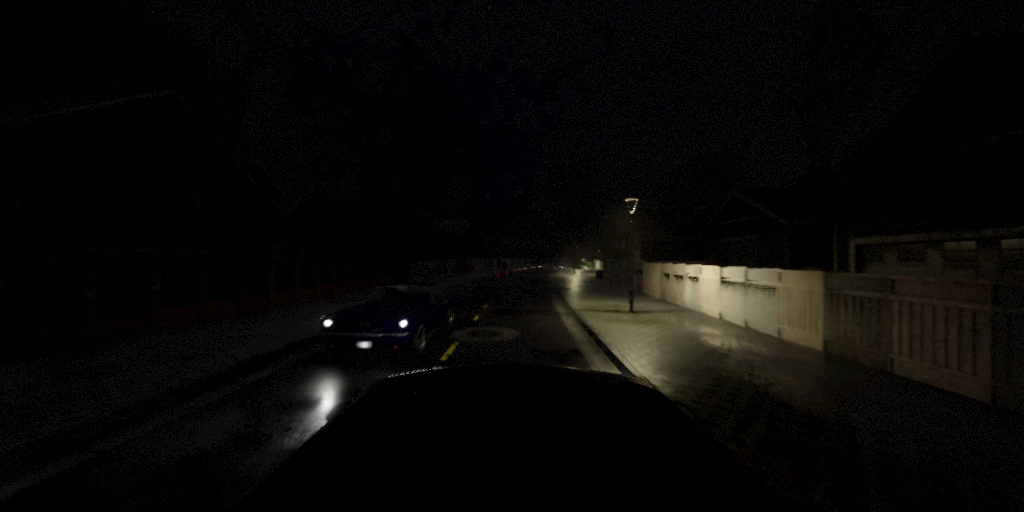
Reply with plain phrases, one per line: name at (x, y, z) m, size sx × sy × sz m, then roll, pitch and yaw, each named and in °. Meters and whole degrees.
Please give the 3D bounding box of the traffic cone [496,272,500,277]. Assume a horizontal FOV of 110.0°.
traffic cone at (-1.399, 1.763, 35.727) m, size 0.340 × 0.580 × 0.340 m, roll 0°, pitch 0°, yaw 8°

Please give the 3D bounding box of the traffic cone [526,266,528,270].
traffic cone at (2.279, 1.829, 55.590) m, size 0.340 × 0.580 × 0.340 m, roll 0°, pitch 0°, yaw 13°

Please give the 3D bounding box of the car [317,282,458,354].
car at (-2.685, 1.351, 8.895) m, size 1.895 × 1.301 × 4.718 m, roll 0°, pitch 0°, yaw 2°

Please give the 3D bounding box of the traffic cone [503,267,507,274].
traffic cone at (-0.632, 1.777, 40.720) m, size 0.340 × 0.580 × 0.340 m, roll 0°, pitch 0°, yaw 9°

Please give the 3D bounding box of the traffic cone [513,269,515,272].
traffic cone at (0.236, 1.792, 45.696) m, size 0.340 × 0.580 × 0.340 m, roll 0°, pitch 0°, yaw 10°

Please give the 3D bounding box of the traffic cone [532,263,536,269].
traffic cone at (3.453, 1.851, 60.502) m, size 0.340 × 0.580 × 0.340 m, roll 0°, pitch 0°, yaw 14°
